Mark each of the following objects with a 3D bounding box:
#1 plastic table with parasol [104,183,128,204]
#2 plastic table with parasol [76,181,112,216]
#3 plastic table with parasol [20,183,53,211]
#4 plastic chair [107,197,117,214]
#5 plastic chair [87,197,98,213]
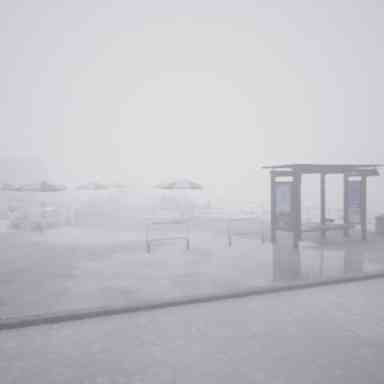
[{"bbox_3d":[-9.348,0.135,40.808,2.482,2.480,2.482,-1,1,-19],"label":"plastic table with parasol"},{"bbox_3d":[-7.582,0.447,25.654,2.482,2.480,2.482,-1,1,-19],"label":"plastic table with parasol"},{"bbox_3d":[-14.458,0.416,31.013,2.482,2.480,2.482,-1,1,-19],"label":"plastic table with parasol"},{"bbox_3d":[-6.268,1.027,26.018,0.730,1.271,0.750,-1,1,-19],"label":"plastic chair"},{"bbox_3d":[-8.018,1.032,26.783,0.750,1.271,0.730,-1,1,-19],"label":"plastic chair"}]
